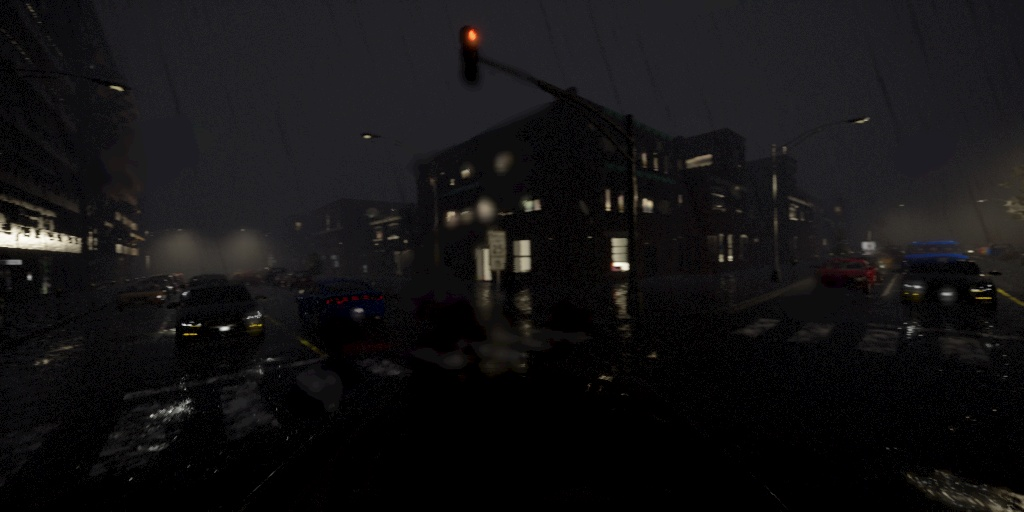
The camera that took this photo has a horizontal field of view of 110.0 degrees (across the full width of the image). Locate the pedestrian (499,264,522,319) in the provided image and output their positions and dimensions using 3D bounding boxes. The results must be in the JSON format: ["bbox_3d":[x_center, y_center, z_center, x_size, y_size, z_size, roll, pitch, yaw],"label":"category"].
[{"bbox_3d":[-0.060,1.132,11.797,0.375,1.860,0.375,-3,1,-41],"label":"pedestrian"}]

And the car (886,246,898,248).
[{"bbox_3d":[44.034,-0.085,41.549,4.829,1.417,1.751,0,0,-41],"label":"car"}]

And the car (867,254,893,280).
[{"bbox_3d":[19.296,0.705,19.749,4.313,1.339,1.948,0,0,-41],"label":"car"}]

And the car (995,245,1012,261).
[{"bbox_3d":[49.700,-0.149,35.373,4.207,1.307,1.802,0,0,-41],"label":"car"}]

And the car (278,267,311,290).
[{"bbox_3d":[-17.619,1.967,29.609,1.967,1.591,4.097,0,0,-41],"label":"car"}]

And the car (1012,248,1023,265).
[{"bbox_3d":[41.412,0.066,28.069,4.403,1.370,2.007,0,0,-41],"label":"car"}]

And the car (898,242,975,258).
[{"bbox_3d":[21.762,0.300,18.472,5.566,2.045,2.150,-2,0,-41],"label":"car"}]

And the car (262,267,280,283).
[{"bbox_3d":[-25.138,2.143,38.110,2.192,1.841,5.009,0,0,-41],"label":"car"}]

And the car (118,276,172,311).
[{"bbox_3d":[-20.127,2.084,19.637,1.751,1.417,4.829,0,0,-41],"label":"car"}]

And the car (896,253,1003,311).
[{"bbox_3d":[14.302,0.813,11.897,4.892,1.490,1.837,-2,0,-41],"label":"car"}]

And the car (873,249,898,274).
[{"bbox_3d":[27.458,0.412,26.941,4.829,1.417,1.751,0,0,-41],"label":"car"}]

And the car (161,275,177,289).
[{"bbox_3d":[-23.952,2.258,24.058,2.007,1.370,4.403,0,0,-41],"label":"car"}]

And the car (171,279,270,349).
[{"bbox_3d":[-8.782,1.629,10.767,1.837,1.490,4.892,-2,0,-41],"label":"car"}]

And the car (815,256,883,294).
[{"bbox_3d":[15.097,0.813,16.166,4.507,1.381,1.888,0,0,-41],"label":"car"}]

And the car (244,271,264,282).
[{"bbox_3d":[-25.886,2.436,34.943,1.895,1.301,4.718,-2,0,-41],"label":"car"}]

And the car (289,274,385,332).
[{"bbox_3d":[-6.098,1.522,12.453,1.882,1.535,5.008,-1,-1,-40],"label":"car"}]

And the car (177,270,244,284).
[{"bbox_3d":[-15.031,1.725,17.856,2.097,1.767,4.553,-2,0,-41],"label":"car"}]

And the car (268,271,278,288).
[{"bbox_3d":[-21.386,2.260,33.852,1.802,1.307,4.207,0,0,-41],"label":"car"}]

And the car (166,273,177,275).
[{"bbox_3d":[-27.676,2.297,28.340,1.967,1.591,4.097,0,0,-41],"label":"car"}]
